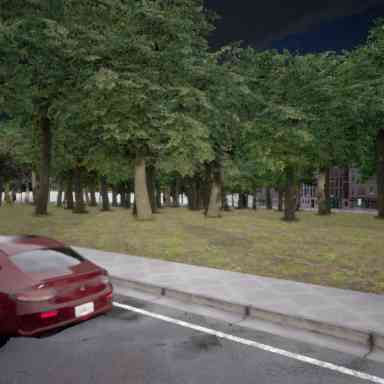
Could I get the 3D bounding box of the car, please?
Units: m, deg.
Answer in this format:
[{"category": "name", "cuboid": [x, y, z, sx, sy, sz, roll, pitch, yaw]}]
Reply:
[{"category": "car", "cuboid": [-3.418, 1.524, 6.146, 4.674, 1.442, 1.812, 0, 0, 36]}]
